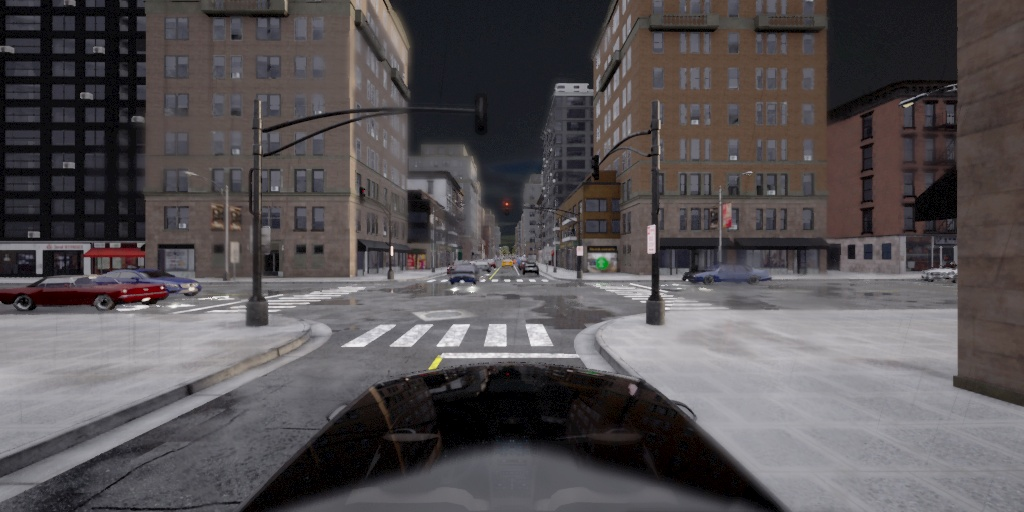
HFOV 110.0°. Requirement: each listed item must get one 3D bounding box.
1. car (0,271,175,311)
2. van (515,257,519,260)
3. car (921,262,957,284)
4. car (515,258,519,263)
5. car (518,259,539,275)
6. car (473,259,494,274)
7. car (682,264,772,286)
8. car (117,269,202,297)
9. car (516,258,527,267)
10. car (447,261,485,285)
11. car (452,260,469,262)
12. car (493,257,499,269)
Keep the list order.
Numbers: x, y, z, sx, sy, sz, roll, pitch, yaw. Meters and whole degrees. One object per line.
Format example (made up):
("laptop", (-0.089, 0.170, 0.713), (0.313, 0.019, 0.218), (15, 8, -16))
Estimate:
("car", (-16.570, 1.401, 14.051), (4.718, 1.301, 1.895), (0, 0, -1))
("van", (1.846, 1.173, 61.803), (1.690, 1.789, 3.998), (0, 0, 0))
("car", (31.067, 1.150, 24.598), (4.674, 1.442, 1.812), (0, 0, -1))
("car", (1.887, 1.386, 56.293), (1.948, 1.339, 4.313), (0, 0, 0))
("car", (2.010, 1.355, 39.760), (1.948, 1.339, 4.313), (0, 0, 0))
("car", (-3.494, 1.319, 42.181), (1.812, 1.442, 4.674), (0, 0, 0))
("car", (14.559, 1.242, 24.395), (5.357, 1.411, 2.033), (0, 0, -1))
("car", (-17.743, 1.337, 17.279), (4.674, 1.442, 1.812), (0, 0, 1))
("car", (1.928, 1.391, 50.782), (1.802, 1.307, 4.207), (0, 0, 0))
("car", (-3.337, 1.316, 26.331), (2.033, 1.411, 5.357), (0, 0, -1))
("car", (-6.015, 1.230, 39.701), (1.967, 1.591, 4.097), (0, 0, 0))
("car", (-3.607, 1.306, 59.668), (1.882, 1.535, 5.008), (0, 0, 0))
